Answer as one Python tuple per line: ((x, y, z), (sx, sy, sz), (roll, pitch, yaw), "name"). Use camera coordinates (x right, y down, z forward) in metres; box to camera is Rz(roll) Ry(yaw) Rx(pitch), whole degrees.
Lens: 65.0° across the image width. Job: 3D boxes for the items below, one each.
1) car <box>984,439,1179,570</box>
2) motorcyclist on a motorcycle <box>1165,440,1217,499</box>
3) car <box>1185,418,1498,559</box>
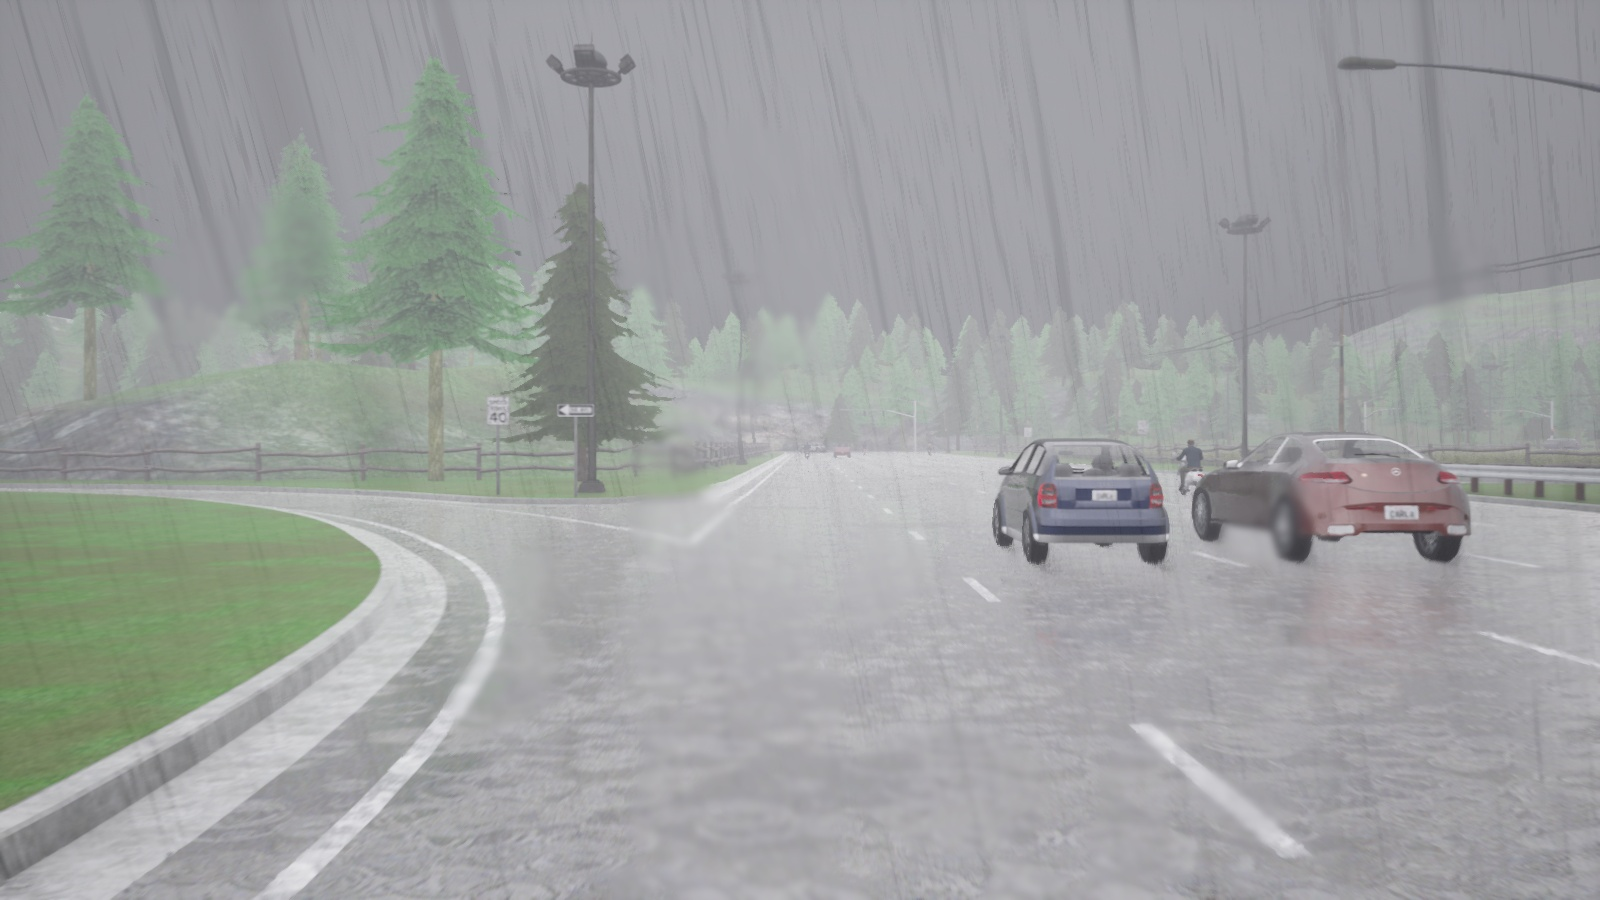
((3.610, 0.634, 16.739), (1.789, 1.549, 3.705), (0, 0, 0), "car")
((10.711, 0.515, 34.486), (0.866, 1.590, 1.817), (0, 0, 0), "motorcyclist on a motorcycle")
((7.114, 0.434, 17.236), (2.152, 1.651, 5.027), (0, 0, 0), "car")
